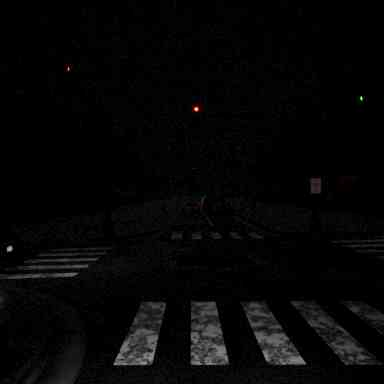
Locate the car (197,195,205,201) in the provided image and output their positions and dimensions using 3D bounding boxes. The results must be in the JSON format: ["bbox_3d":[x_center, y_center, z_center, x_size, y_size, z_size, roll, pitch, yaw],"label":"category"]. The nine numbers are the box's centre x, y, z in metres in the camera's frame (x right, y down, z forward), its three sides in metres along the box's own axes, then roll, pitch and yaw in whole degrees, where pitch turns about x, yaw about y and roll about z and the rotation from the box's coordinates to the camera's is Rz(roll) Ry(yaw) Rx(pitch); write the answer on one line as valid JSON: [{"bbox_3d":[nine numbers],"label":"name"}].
[{"bbox_3d":[2.525,1.712,94.544,1.967,1.590,4.097,-1,0,0],"label":"car"}]

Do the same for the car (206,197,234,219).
[{"bbox_3d":[2.597,1.473,29.715,1.967,1.590,4.097,-1,0,0],"label":"car"}]

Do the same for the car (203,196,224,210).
[{"bbox_3d":[2.590,1.360,35.117,2.192,1.841,5.009,-1,0,0],"label":"car"}]

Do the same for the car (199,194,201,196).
[{"bbox_3d":[2.914,1.505,67.886,2.097,1.767,4.553,0,0,0],"label":"car"}]

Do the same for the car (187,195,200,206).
[{"bbox_3d":[0.046,1.712,57.771,1.895,1.301,4.718,0,0,0],"label":"car"}]

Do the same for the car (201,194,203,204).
[{"bbox_3d":[2.584,1.374,40.520,2.192,1.841,5.009,-1,0,0],"label":"car"}]

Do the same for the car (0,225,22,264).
[{"bbox_3d":[-8.163,1.422,9.876,5.566,2.045,2.150,-2,0,0],"label":"car"}]
